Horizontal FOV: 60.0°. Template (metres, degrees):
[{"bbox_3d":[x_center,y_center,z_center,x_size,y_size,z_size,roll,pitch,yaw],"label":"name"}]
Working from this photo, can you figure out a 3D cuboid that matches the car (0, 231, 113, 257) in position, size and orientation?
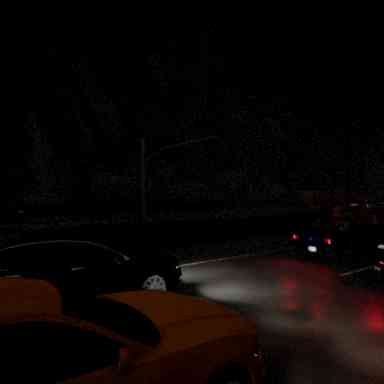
[{"bbox_3d":[-2.461,1.506,6.291,4.892,1.490,1.837,0,0,-36],"label":"car"}]

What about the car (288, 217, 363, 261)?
[{"bbox_3d":[5.798,1.596,12.362,4.718,1.301,1.895,0,0,-36],"label":"car"}]

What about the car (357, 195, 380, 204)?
[{"bbox_3d":[30.089,1.275,56.575,5.008,1.535,1.882,0,0,-36],"label":"car"}]

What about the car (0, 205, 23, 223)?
[{"bbox_3d":[-14.420,1.563,23.811,4.181,1.385,1.994,0,0,-36],"label":"car"}]

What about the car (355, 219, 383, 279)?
[{"bbox_3d":[6.618,1.488,8.627,4.902,1.511,2.128,0,0,-36],"label":"car"}]

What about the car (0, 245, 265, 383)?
[{"bbox_3d":[-1.555,1.478,2.622,5.008,1.535,1.882,0,0,-36],"label":"car"}]
